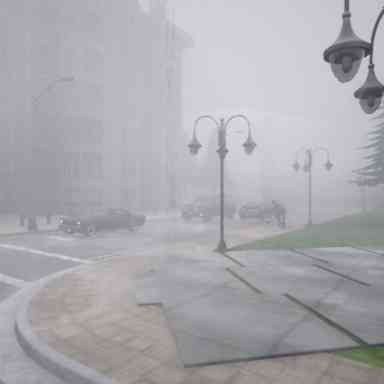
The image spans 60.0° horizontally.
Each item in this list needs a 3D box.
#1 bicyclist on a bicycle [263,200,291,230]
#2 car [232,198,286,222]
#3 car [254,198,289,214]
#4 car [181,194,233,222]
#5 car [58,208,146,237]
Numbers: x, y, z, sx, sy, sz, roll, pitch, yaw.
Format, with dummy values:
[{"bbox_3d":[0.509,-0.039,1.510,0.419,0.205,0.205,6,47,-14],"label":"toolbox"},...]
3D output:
[{"bbox_3d":[4.742,1.287,18.645,1.656,1.620,0.582,0,0,36],"label":"bicyclist on a bicycle"},{"bbox_3d":[5.493,1.479,26.110,2.128,1.511,4.902,0,0,36],"label":"car"},{"bbox_3d":[8.916,1.481,37.067,2.128,1.511,4.902,0,0,36],"label":"car"},{"bbox_3d":[1.453,1.210,26.842,2.150,2.045,5.566,0,0,36],"label":"car"},{"bbox_3d":[-4.806,1.590,18.245,1.895,1.301,4.718,0,0,36],"label":"car"}]
